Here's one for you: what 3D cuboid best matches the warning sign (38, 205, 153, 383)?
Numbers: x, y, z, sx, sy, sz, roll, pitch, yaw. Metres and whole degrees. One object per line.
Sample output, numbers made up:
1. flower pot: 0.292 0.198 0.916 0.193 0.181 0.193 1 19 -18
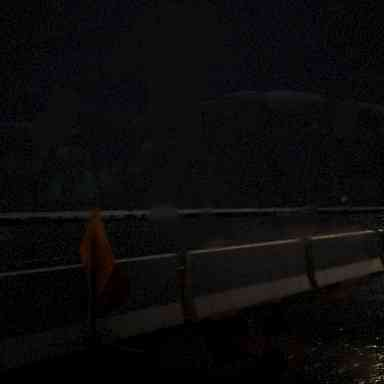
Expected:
1. warning sign: -1.293 1.130 4.327 1.060 1.860 1.300 1 0 -35
